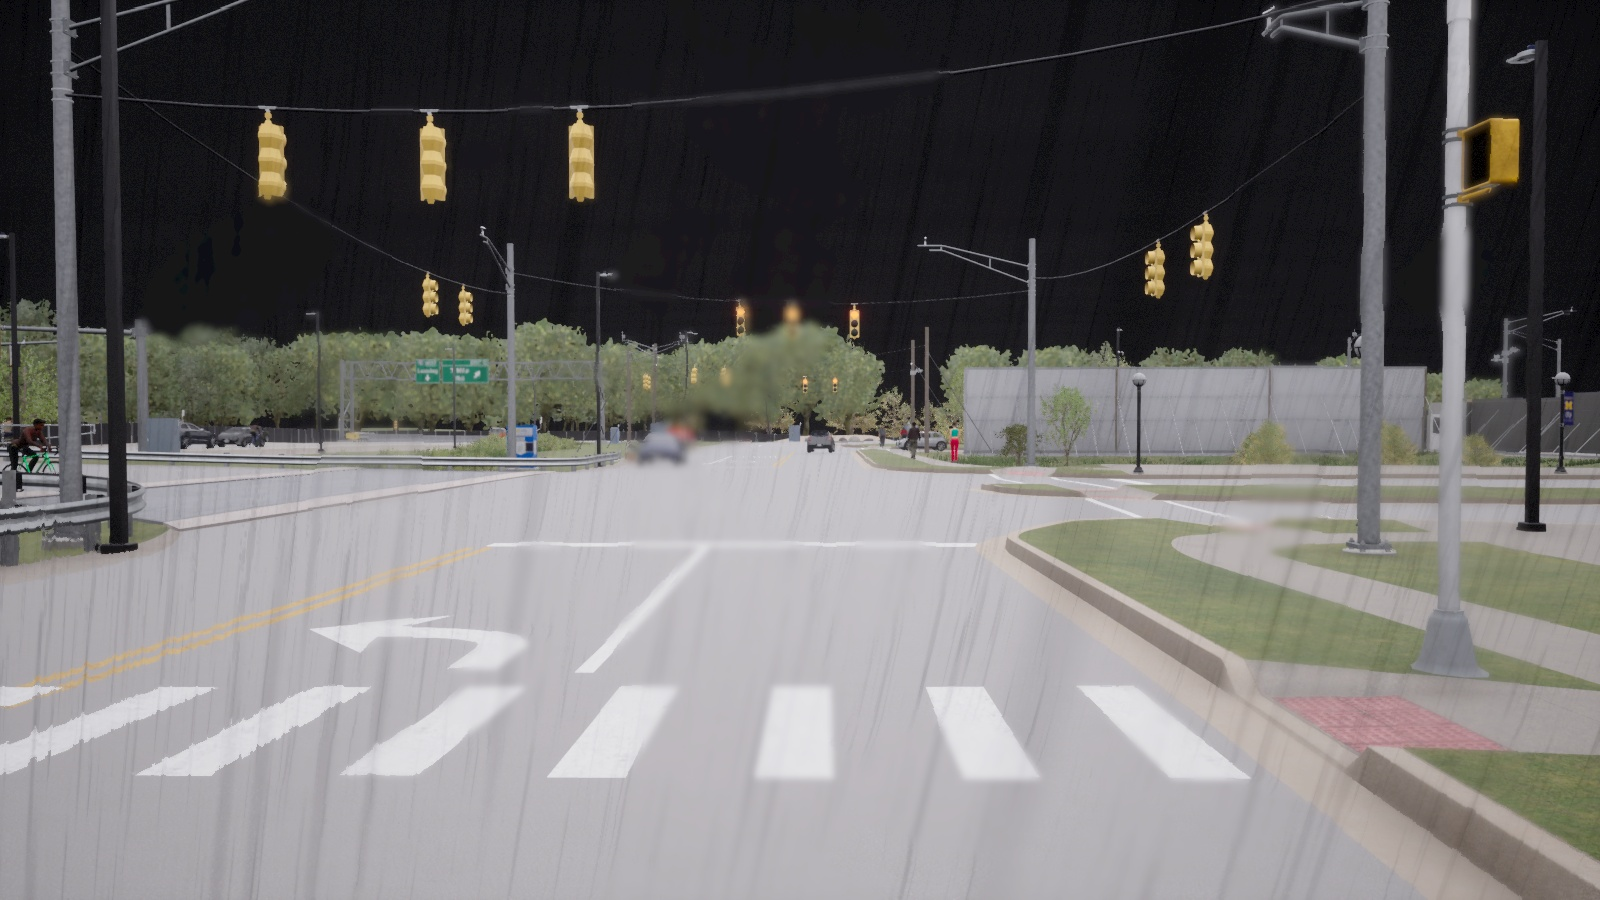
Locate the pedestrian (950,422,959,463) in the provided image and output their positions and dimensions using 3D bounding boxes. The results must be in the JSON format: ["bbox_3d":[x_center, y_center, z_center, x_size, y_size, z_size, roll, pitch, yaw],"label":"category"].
[{"bbox_3d":[6.947,-0.344,56.560,0.345,1.836,0.594,0,2,0],"label":"pedestrian"}]

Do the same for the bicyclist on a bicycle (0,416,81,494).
[{"bbox_3d":[-16.784,0.111,27.556,1.656,1.620,0.582,-2,0,8],"label":"bicyclist on a bicycle"}]

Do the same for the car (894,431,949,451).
[{"bbox_3d":[9.385,-0.709,97.241,3.806,1.475,1.970,1,2,-9],"label":"car"}]

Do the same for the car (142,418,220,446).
[{"bbox_3d":[-37.087,-1.066,75.391,2.152,1.651,5.027,0,1,1],"label":"car"}]

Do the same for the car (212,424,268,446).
[{"bbox_3d":[-40.338,-1.058,90.561,2.007,1.525,4.514,0,1,1],"label":"car"}]

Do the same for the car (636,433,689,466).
[{"bbox_3d":[-6.296,-0.042,57.913,1.812,1.442,4.674,0,1,1],"label":"car"}]

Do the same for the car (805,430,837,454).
[{"bbox_3d":[1.422,-0.556,83.866,1.845,1.501,3.633,0,1,5],"label":"car"}]

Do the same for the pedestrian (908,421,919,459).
[{"bbox_3d":[5.501,-0.480,60.850,0.431,1.840,0.703,0,2,0],"label":"pedestrian"}]
